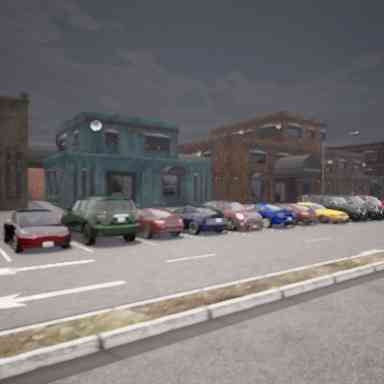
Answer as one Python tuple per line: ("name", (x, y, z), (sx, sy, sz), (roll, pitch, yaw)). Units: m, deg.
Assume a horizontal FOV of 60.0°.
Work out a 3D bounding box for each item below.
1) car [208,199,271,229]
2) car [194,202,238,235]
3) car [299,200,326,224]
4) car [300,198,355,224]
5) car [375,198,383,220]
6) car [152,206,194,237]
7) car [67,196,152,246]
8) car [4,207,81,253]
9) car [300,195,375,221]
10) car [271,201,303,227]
("car", (2.240, 1.359, 20.607), (2.185, 1.767, 4.553), (0, 0, -36))
("car", (0.009, 1.511, 18.986), (2.163, 1.488, 4.792), (0, 0, -36))
("car", (6.721, 1.536, 23.818), (2.002, 1.452, 4.674), (0, 0, -36))
("car", (9.060, 1.503, 25.290), (1.946, 1.575, 5.366), (0, 0, -36))
("car", (13.428, 1.296, 28.654), (2.435, 2.045, 5.566), (1, 0, -36))
("car", (-2.203, 1.518, 17.340), (2.002, 1.452, 4.674), (0, 0, -36))
("car", (-4.453, 1.225, 15.746), (2.435, 2.045, 5.566), (0, 0, -36))
("car", (-6.651, 1.504, 14.079), (2.163, 1.488, 4.792), (0, 0, -36))
("car", (11.196, 1.274, 27.035), (2.435, 2.045, 5.566), (1, 0, -36))
("car", (4.493, 1.488, 22.197), (2.097, 1.535, 5.008), (0, 0, -36))
